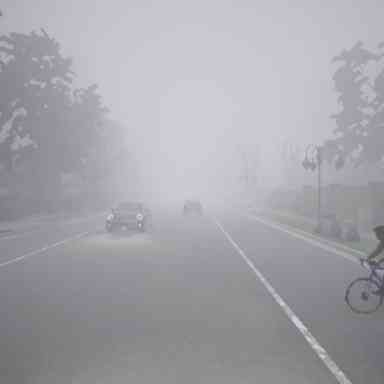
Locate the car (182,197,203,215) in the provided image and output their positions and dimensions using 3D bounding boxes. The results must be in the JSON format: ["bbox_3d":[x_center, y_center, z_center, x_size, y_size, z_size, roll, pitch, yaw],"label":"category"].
[{"bbox_3d":[0.049,1.475,33.315,2.128,1.511,4.902,0,0,0],"label":"car"}]

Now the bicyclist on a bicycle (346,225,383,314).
[{"bbox_3d":[3.630,1.437,6.092,1.656,1.620,0.582,-1,0,0],"label":"bicyclist on a bicycle"}]

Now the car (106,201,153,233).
[{"bbox_3d":[-3.569,1.343,19.676,2.097,1.767,4.553,0,0,0],"label":"car"}]

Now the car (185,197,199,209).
[{"bbox_3d":[-0.020,1.482,46.423,1.812,1.442,4.674,0,0,0],"label":"car"}]
